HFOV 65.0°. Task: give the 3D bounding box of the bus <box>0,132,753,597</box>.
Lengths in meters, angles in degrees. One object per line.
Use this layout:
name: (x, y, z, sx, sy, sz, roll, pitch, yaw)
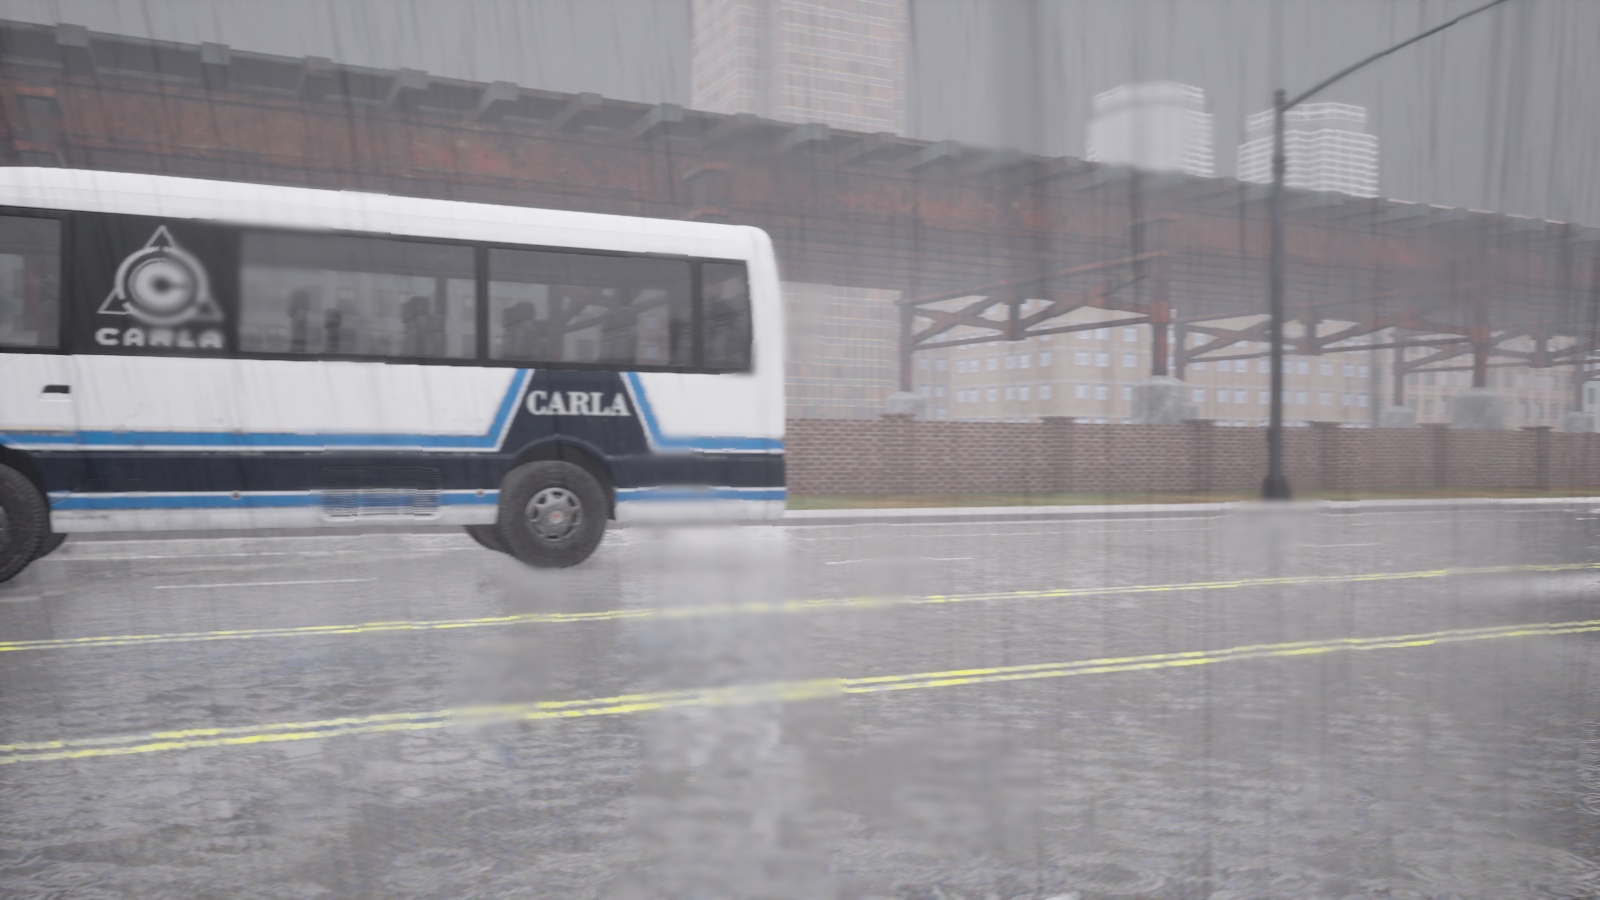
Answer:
bus: (-6.061, -0.786, 14.275, 10.273, 4.253, 3.944, 0, 0, -25)
